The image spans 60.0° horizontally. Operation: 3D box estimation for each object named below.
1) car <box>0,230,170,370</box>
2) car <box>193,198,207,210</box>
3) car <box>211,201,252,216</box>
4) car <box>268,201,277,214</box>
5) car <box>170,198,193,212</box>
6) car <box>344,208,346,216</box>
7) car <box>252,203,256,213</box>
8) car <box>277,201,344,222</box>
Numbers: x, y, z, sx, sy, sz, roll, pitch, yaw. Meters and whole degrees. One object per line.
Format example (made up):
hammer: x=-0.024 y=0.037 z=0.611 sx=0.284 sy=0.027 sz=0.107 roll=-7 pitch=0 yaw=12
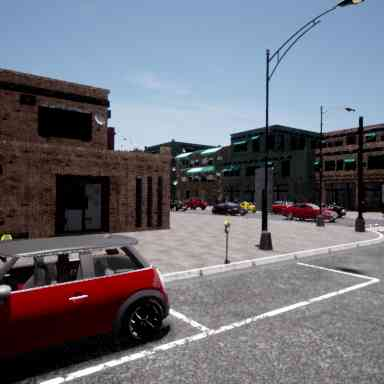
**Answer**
car: x=-2.435 y=1.440 z=4.808 sx=4.097 sy=1.590 sz=1.967 roll=0 pitch=1 yaw=-36
car: x=0.233 y=1.773 z=50.876 sx=2.192 sy=1.841 sz=5.009 roll=0 pitch=-1 yaw=-35
car: x=3.917 y=1.789 z=35.444 sx=1.994 sy=1.385 sz=4.181 roll=1 pitch=-1 yaw=-35
car: x=9.735 y=1.739 z=37.209 sx=1.967 sy=1.590 sz=4.097 roll=0 pitch=-1 yaw=-35
car: x=-2.342 y=1.836 z=44.458 sx=1.837 sy=1.490 sz=4.892 roll=1 pitch=-1 yaw=-35
car: x=12.902 y=1.812 z=32.652 sx=1.947 sy=1.339 sz=4.313 roll=0 pitch=-1 yaw=-35
car: x=6.471 y=1.879 z=41.903 sx=1.752 sy=1.417 sz=4.829 roll=0 pitch=-1 yaw=-35
car: x=9.574 y=1.656 z=27.255 sx=1.812 sy=1.442 sz=4.674 roll=1 pitch=-1 yaw=-34
